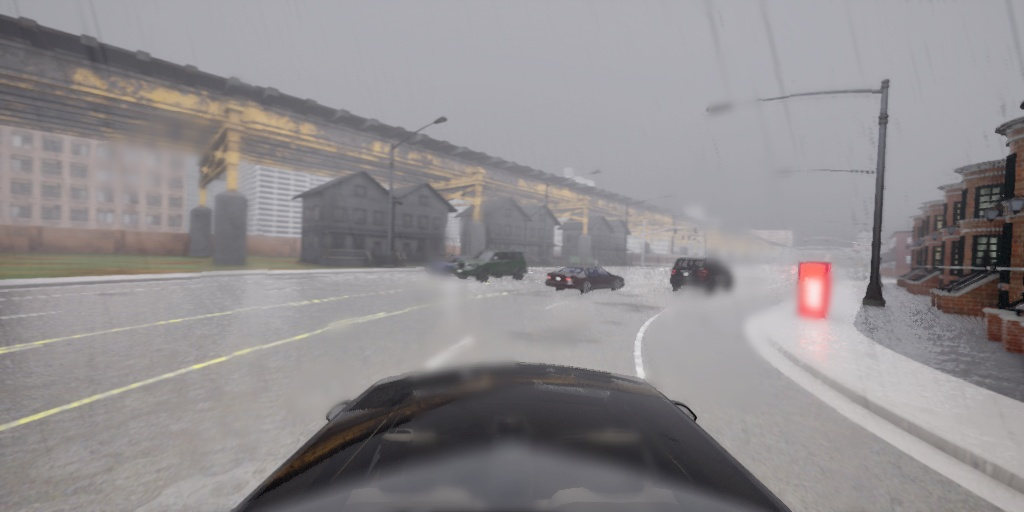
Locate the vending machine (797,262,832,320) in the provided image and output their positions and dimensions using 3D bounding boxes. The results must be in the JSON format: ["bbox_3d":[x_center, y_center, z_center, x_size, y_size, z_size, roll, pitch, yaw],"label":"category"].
[{"bbox_3d":[10.526,1.210,12.539,0.880,2.100,1.100,0,0,-44],"label":"vending machine"}]

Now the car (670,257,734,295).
[{"bbox_3d":[11.449,1.140,21.479,5.566,2.045,2.150,1,1,-44],"label":"car"}]

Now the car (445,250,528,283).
[{"bbox_3d":[-1.291,0.592,23.740,2.150,2.045,5.566,3,1,43],"label":"car"}]

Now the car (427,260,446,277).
[{"bbox_3d":[-3.911,0.758,26.013,1.812,1.442,4.674,3,1,42],"label":"car"}]

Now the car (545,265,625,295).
[{"bbox_3d":[4.038,1.200,19.273,5.357,1.411,2.033,1,1,-45],"label":"car"}]
